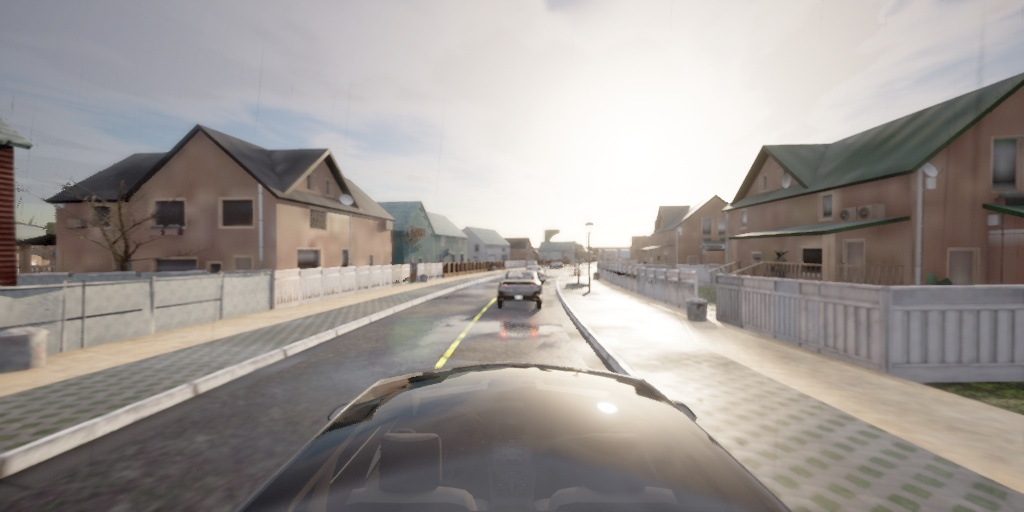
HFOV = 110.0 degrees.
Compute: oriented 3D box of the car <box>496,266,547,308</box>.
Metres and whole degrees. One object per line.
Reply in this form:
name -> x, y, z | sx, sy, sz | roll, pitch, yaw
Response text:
car -> 0.422, 1.371, 15.981 | 2.128, 1.511, 4.902 | 0, 0, 4
